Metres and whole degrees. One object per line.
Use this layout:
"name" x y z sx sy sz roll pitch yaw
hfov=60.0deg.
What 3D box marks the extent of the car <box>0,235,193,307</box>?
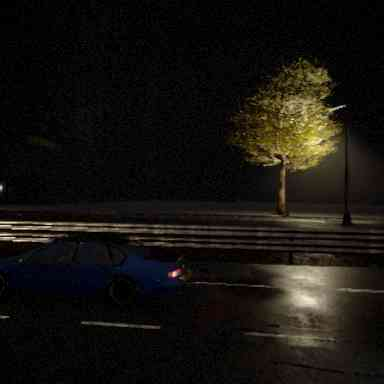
"car" -2.698 1.792 8.190 5.357 1.411 2.033 1 -2 8
